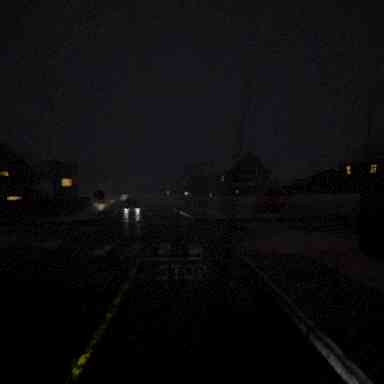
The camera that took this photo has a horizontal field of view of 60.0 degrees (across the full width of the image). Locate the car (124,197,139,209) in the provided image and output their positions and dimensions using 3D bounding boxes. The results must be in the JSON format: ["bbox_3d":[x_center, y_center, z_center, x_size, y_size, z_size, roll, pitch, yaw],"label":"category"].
[{"bbox_3d":[-8.314,1.509,45.753,1.837,1.490,4.892,0,2,-13],"label":"car"}]
